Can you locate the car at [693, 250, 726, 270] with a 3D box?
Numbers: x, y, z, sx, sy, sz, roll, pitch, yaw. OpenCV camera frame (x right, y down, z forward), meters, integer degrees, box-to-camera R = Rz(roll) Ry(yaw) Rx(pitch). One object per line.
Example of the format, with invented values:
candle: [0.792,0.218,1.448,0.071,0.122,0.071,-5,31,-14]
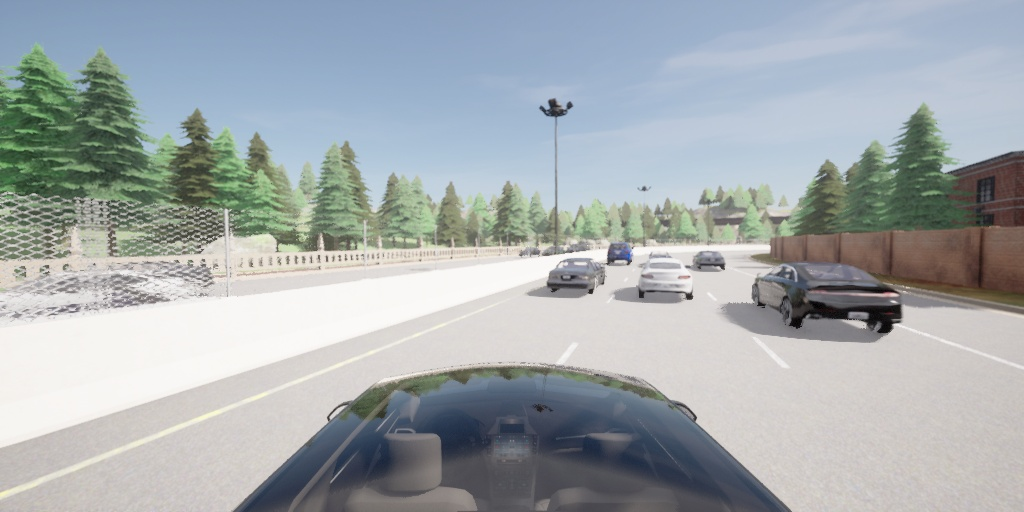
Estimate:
car: [15.360,0.268,28.103,2.033,1.411,5.357,0,2,22]

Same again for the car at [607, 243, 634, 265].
car: [10.575,-0.260,34.915,2.150,2.045,5.566,0,2,22]

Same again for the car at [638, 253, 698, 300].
car: [6.091,0.791,14.371,1.812,1.442,4.674,0,2,22]

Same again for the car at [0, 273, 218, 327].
car: [-8.534,1.243,6.568,1.895,1.301,4.718,0,2,22]

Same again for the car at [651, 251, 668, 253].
car: [13.569,0.164,33.000,1.895,1.301,4.718,0,2,22]

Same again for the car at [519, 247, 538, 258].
car: [2.724,-0.564,51.640,1.812,1.442,4.674,1,2,28]

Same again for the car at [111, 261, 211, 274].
car: [-13.618,0.956,12.710,2.128,1.511,4.902,0,2,22]

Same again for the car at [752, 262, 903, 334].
car: [7.942,0.912,9.535,2.128,1.511,4.902,0,2,22]

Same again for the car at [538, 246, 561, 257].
car: [5.830,-0.568,50.027,2.097,1.767,4.553,1,2,28]

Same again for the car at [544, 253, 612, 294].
car: [3.037,0.774,16.125,2.033,1.411,5.357,0,2,22]

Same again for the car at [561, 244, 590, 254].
car: [8.894,-0.656,48.331,2.150,2.045,5.566,1,2,28]

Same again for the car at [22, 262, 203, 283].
car: [-11.258,1.097,9.150,1.812,1.442,4.674,0,2,22]
